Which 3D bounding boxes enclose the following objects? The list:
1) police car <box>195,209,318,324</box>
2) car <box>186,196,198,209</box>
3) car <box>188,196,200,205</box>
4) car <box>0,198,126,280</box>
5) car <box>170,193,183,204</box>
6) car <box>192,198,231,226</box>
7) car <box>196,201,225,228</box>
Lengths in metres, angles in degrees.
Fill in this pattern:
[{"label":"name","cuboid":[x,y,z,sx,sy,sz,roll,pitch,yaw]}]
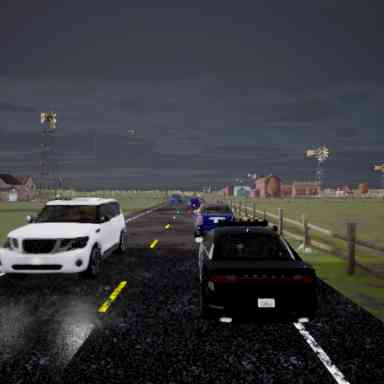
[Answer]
[{"label":"police car","cuboid":[1.108,1.425,7.466,1.930,1.638,5.238,0,0,0]},{"label":"car","cuboid":[0.337,1.562,45.321,1.812,1.442,4.674,0,0,1]},{"label":"car","cuboid":[0.396,1.563,61.975,2.128,1.511,4.902,0,0,0]},{"label":"car","cuboid":[-3.526,1.222,10.331,2.150,2.045,5.566,0,0,0]},{"label":"car","cuboid":[-3.077,1.306,66.313,2.150,2.045,5.566,0,0,0]},{"label":"car","cuboid":[1.168,1.354,17.328,2.097,1.767,4.553,0,0,0]},{"label":"car","cuboid":[1.208,1.463,23.547,1.801,1.575,5.366,0,0,0]}]
